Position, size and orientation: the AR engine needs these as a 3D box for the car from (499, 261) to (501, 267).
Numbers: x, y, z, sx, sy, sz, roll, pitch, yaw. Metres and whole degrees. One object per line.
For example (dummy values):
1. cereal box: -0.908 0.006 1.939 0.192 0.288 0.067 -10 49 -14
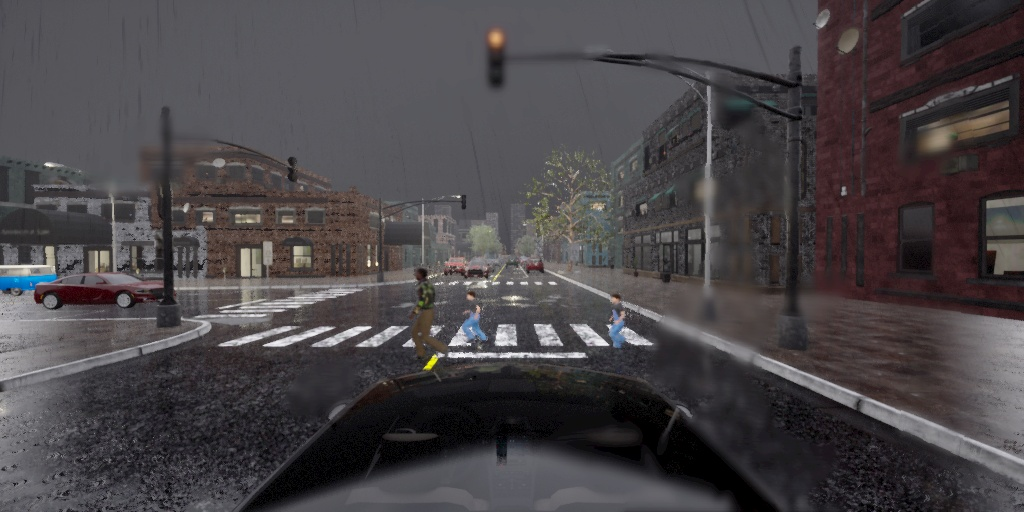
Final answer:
1. car: -3.041 1.241 62.876 1.837 1.490 4.892 0 -1 0

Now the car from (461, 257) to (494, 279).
1. car: -3.090 1.095 32.685 2.097 1.767 4.553 0 0 0

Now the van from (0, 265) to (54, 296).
1. van: -30.293 1.457 21.737 3.998 1.789 1.690 0 0 -1

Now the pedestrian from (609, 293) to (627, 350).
1. pedestrian: 2.314 1.323 7.677 0.375 1.300 0.375 -1 1 0

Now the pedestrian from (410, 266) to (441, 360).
1. pedestrian: -1.633 1.043 6.784 0.375 1.860 0.375 -1 1 0

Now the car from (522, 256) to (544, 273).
1. car: 2.702 1.055 42.592 2.192 1.841 5.009 0 0 0

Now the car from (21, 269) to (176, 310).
1. car: -18.057 1.475 16.071 5.008 1.535 1.882 -1 1 -1

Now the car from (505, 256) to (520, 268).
1. car: 0.010 0.956 62.650 2.150 2.045 5.566 0 0 0

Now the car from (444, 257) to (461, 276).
1. car: -5.680 1.056 37.050 2.192 1.841 5.009 0 0 0

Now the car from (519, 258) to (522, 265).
1. car: 2.705 1.286 59.224 2.007 1.370 4.403 0 0 0

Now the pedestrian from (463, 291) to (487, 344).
1. pedestrian: -0.836 1.323 8.140 0.375 1.300 0.375 -1 1 0

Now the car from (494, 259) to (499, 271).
1. car: -3.084 1.230 44.539 2.128 1.511 4.902 0 0 0
